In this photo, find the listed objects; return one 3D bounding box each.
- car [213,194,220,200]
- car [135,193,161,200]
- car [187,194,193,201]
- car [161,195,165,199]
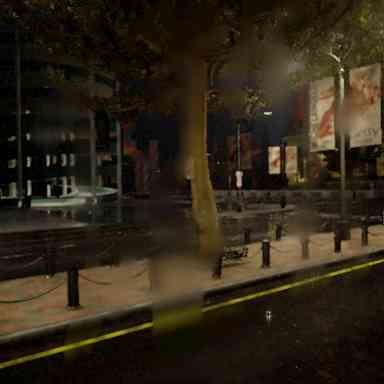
[{"bbox_3d":[3.154,0.799,63.378,2.033,1.411,5.357,-1,1,-34],"label":"car"},{"bbox_3d":[-9.941,0.901,71.537,5.357,1.411,2.033,0,1,34],"label":"car"},{"bbox_3d":[1.091,0.920,60.136,1.895,1.301,4.718,-1,1,-35],"label":"car"},{"bbox_3d":[-8.700,0.844,74.883,5.357,1.411,2.033,0,1,34],"label":"car"}]
